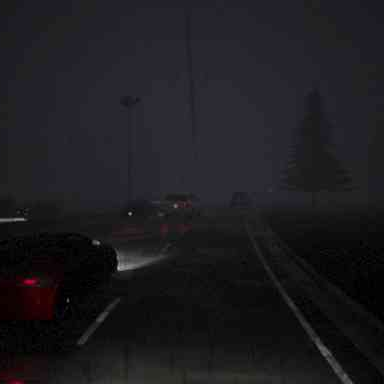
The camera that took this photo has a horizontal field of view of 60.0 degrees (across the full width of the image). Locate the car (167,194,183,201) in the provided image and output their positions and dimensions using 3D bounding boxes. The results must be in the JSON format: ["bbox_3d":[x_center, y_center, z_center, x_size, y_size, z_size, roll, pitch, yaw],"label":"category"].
[{"bbox_3d":[-3.356,1.182,67.264,1.895,1.301,4.718,0,0,13],"label":"car"}]

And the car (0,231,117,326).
[{"bbox_3d":[-3.040,1.521,7.116,1.994,1.385,4.181,0,0,3],"label":"car"}]

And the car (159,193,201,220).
[{"bbox_3d":[-0.673,1.080,26.950,2.150,2.045,5.566,0,0,11],"label":"car"}]

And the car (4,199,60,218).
[{"bbox_3d":[-13.011,1.395,27.838,1.994,1.385,4.181,0,0,16],"label":"car"}]

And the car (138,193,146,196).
[{"bbox_3d":[-10.165,0.972,68.887,1.812,1.442,4.674,0,0,13],"label":"car"}]

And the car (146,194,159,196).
[{"bbox_3d":[-6.946,1.125,67.284,2.033,1.411,5.357,0,0,13],"label":"car"}]

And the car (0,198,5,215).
[{"bbox_3d":[-16.608,1.329,27.971,1.837,1.490,4.892,0,0,16],"label":"car"}]

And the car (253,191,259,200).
[{"bbox_3d":[14.651,0.844,78.702,2.150,2.045,5.566,0,0,12],"label":"car"}]

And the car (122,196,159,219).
[{"bbox_3d":[-4.160,1.356,27.151,1.837,1.490,4.892,0,0,11],"label":"car"}]

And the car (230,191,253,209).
[{"bbox_3d":[5.974,1.021,40.789,2.150,2.045,5.566,0,0,13],"label":"car"}]
